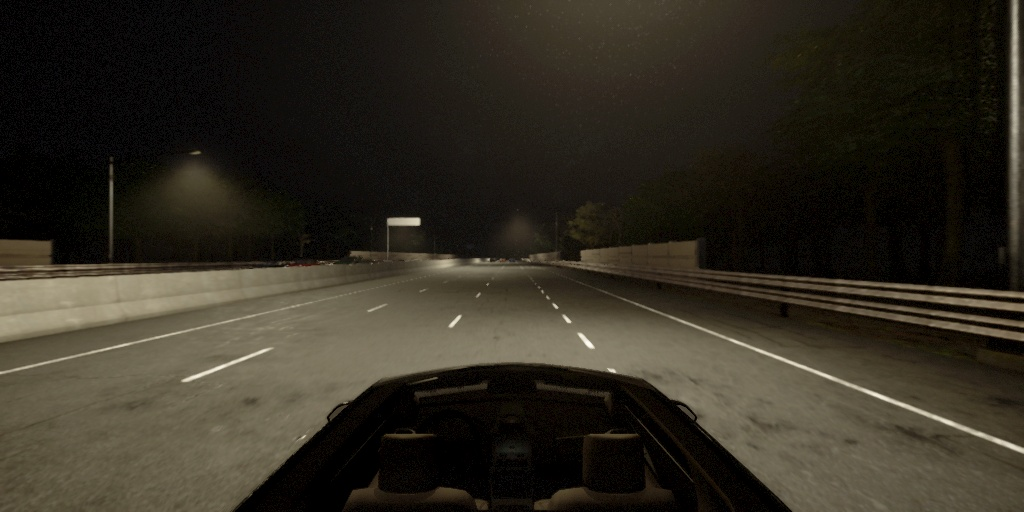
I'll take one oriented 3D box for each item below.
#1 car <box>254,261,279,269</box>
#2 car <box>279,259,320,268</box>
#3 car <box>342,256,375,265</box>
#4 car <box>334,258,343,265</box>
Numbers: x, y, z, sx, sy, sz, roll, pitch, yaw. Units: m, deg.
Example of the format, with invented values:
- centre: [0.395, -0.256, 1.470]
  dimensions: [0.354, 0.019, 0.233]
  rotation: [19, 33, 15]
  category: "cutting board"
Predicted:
- centre: [-28.066, 1.331, 42.060]
  dimensions: [2.128, 1.511, 4.902]
  rotation: [0, 0, 0]
  category: "car"
- centre: [-24.567, 1.192, 42.203]
  dimensions: [2.097, 1.767, 4.553]
  rotation: [0, 0, 0]
  category: "car"
- centre: [-17.570, 1.193, 42.240]
  dimensions: [2.097, 1.767, 4.553]
  rotation: [0, 0, 0]
  category: "car"
- centre: [-21.047, 1.070, 46.761]
  dimensions: [2.150, 2.045, 5.566]
  rotation: [0, 0, 1]
  category: "car"
